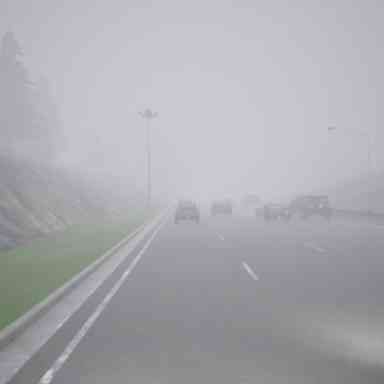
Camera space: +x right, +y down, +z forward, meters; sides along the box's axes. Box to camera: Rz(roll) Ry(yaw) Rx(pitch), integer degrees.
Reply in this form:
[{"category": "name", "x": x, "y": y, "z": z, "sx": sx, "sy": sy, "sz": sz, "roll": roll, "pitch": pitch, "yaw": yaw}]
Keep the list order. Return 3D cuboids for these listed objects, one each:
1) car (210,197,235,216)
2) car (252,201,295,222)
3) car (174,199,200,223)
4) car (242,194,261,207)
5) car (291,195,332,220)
[{"category": "car", "x": 2.912, "y": 1.570, "z": 34.296, "sx": 1.882, "sy": 1.535, "sz": 5.008, "roll": 0, "pitch": 0, "yaw": -1}, {"category": "car", "x": 6.582, "y": 1.668, "z": 27.515, "sx": 1.895, "sy": 1.301, "sz": 4.718, "roll": 0, "pitch": 0, "yaw": -1}, {"category": "car", "x": -0.384, "y": 1.567, "z": 26.038, "sx": 2.128, "sy": 1.511, "sz": 4.902, "roll": 0, "pitch": 0, "yaw": -1}, {"category": "car", "x": 9.452, "y": 1.359, "z": 52.887, "sx": 2.150, "sy": 2.045, "sz": 5.566, "roll": 0, "pitch": 0, "yaw": -1}, {"category": "car", "x": 10.050, "y": 1.285, "z": 28.770, "sx": 2.150, "sy": 2.045, "sz": 5.566, "roll": 0, "pitch": 0, "yaw": -1}]
